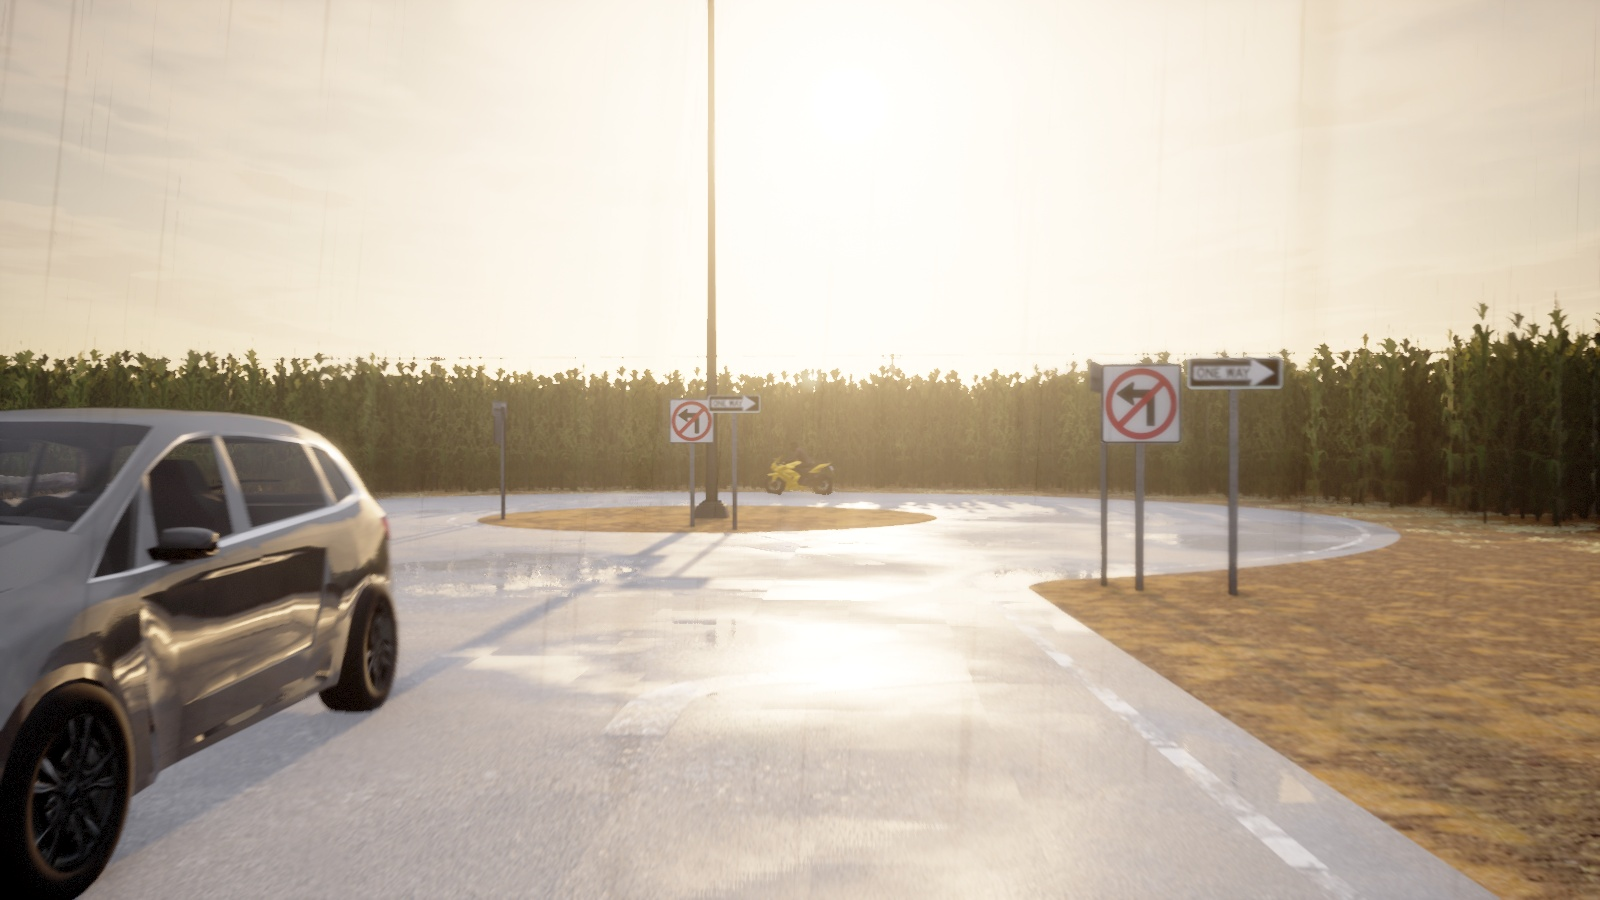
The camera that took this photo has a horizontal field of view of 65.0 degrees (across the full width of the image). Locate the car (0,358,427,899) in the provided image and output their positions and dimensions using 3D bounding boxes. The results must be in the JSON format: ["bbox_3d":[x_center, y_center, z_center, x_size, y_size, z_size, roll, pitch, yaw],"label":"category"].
[{"bbox_3d":[-3.417,0.558,5.410,2.242,1.667,4.611,0,0,0],"label":"car"}]

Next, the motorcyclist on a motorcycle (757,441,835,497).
[{"bbox_3d":[-0.115,0.530,35.263,2.044,1.523,0.797,0,2,14],"label":"motorcyclist on a motorcycle"}]
